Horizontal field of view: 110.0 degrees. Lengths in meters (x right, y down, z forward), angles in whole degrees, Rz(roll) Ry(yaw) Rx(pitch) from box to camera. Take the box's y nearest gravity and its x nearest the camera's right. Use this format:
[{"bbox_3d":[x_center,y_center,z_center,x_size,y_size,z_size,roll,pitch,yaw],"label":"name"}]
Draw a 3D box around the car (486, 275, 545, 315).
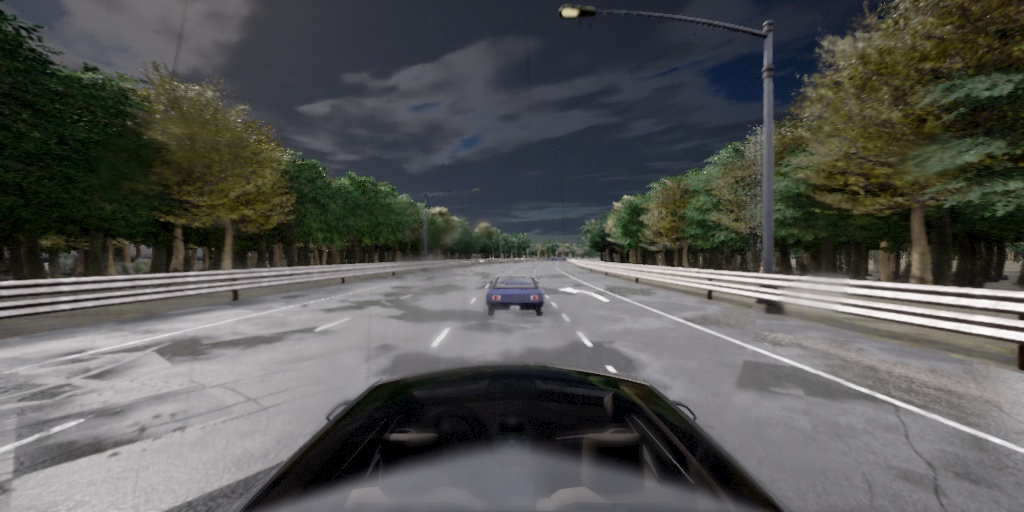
[{"bbox_3d":[0.105,1.362,13.620,1.895,1.301,4.718,0,0,0],"label":"car"}]
